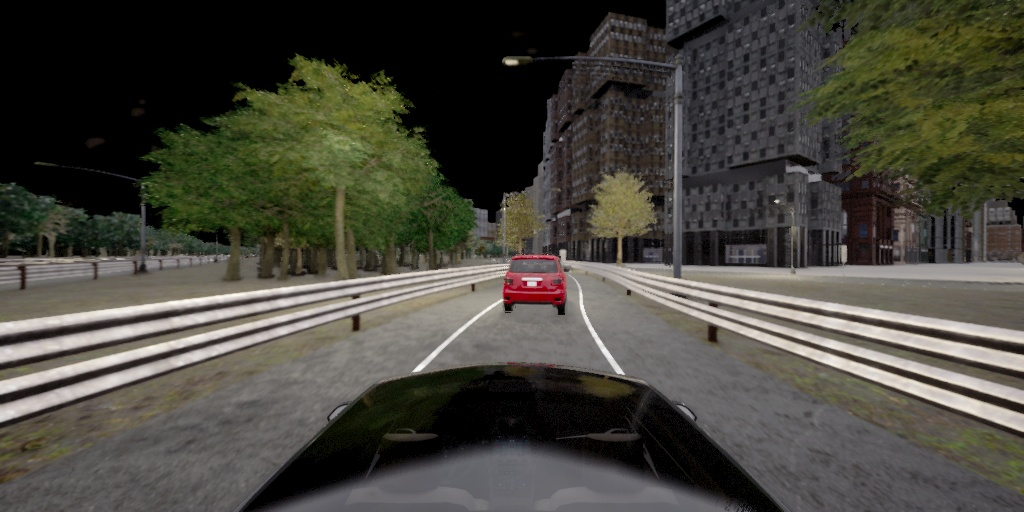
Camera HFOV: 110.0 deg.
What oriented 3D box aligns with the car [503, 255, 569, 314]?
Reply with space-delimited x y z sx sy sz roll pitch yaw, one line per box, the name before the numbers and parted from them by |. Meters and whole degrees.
car | 1.049 0.996 14.137 2.150 2.045 5.566 0 0 9
